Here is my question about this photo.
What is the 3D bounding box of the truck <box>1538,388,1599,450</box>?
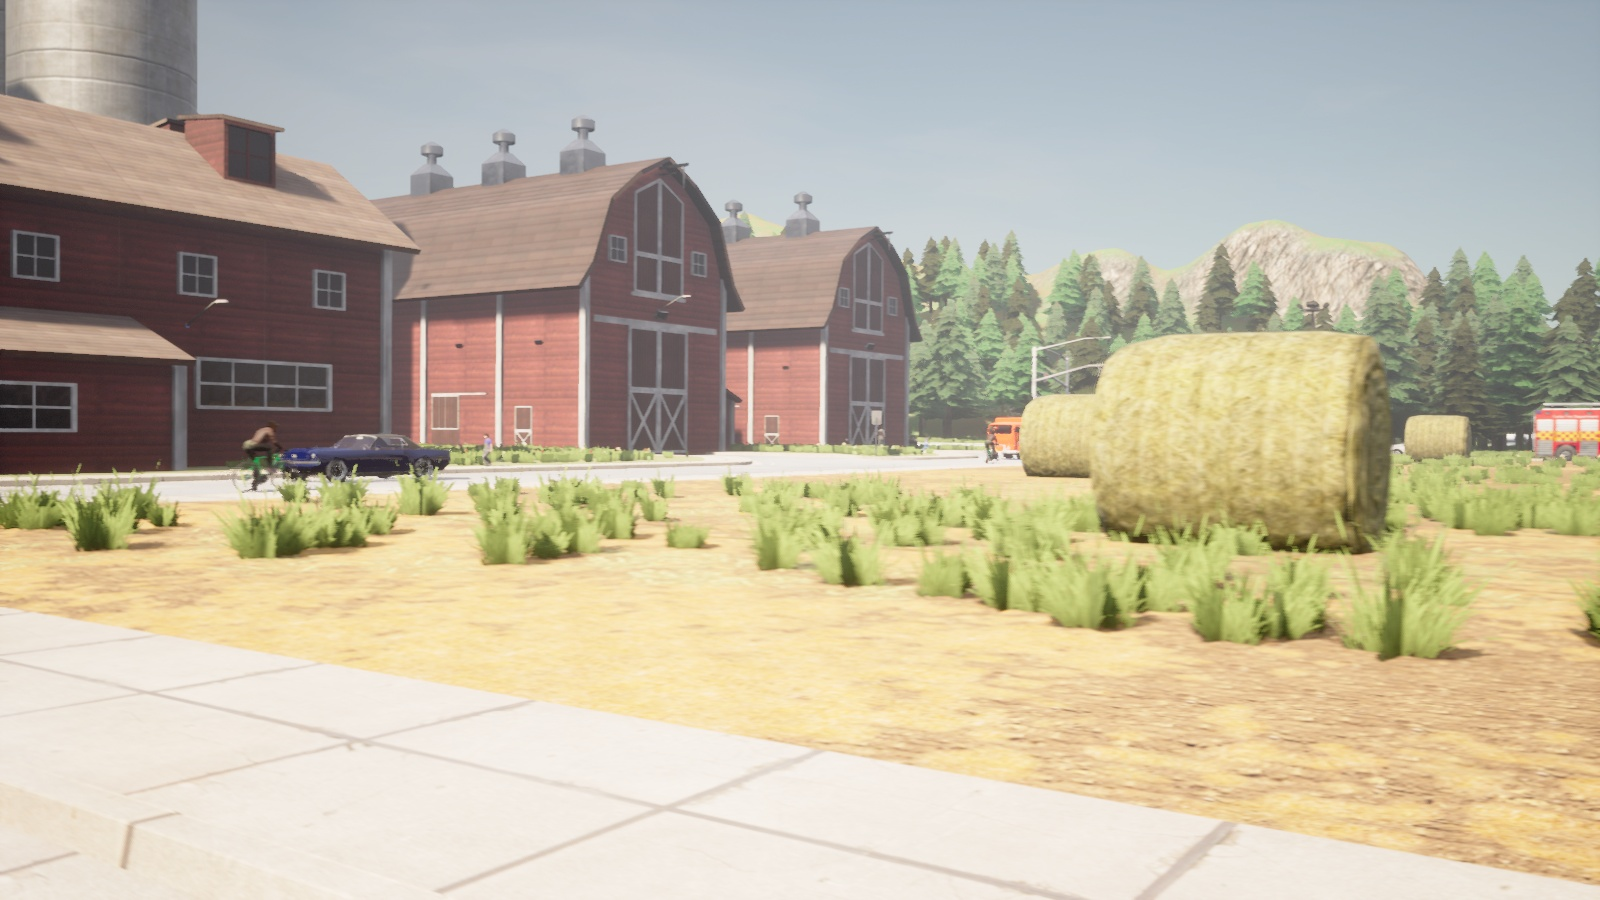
[{"bbox_3d":[50.908,-1.960,78.064,8.468,3.827,2.891,0,1,34],"label":"truck"}]

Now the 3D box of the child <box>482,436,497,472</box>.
[{"bbox_3d":[-11.011,0.136,44.551,0.270,1.263,0.437,0,1,42],"label":"child"}]

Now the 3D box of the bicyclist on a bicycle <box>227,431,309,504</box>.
[{"bbox_3d":[-12.084,0.377,28.549,0.582,1.620,1.656,0,1,33],"label":"bicyclist on a bicycle"}]

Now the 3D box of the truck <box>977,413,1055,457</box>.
[{"bbox_3d":[12.714,-0.901,73.615,2.627,2.467,5.204,0,1,33],"label":"truck"}]

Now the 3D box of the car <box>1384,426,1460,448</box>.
[{"bbox_3d":[43.252,-0.907,87.413,4.514,1.525,2.007,0,1,34],"label":"car"}]

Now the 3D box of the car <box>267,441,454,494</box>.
[{"bbox_3d":[-12.129,0.438,34.953,1.895,1.301,4.718,0,1,33],"label":"car"}]
